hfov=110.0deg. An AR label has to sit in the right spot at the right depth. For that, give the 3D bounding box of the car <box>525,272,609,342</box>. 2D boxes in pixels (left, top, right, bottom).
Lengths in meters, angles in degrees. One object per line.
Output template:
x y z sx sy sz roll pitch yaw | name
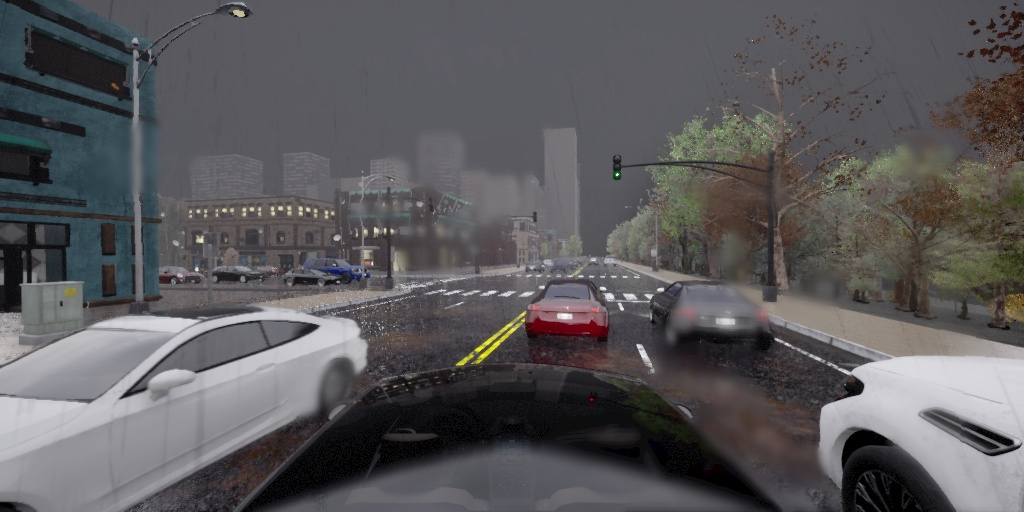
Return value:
1.633 1.312 9.931 1.994 1.385 4.181 0 0 13 | car

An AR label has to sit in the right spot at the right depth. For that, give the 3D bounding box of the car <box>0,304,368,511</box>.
-3.339 1.275 3.475 1.812 1.442 4.674 0 0 13 | car

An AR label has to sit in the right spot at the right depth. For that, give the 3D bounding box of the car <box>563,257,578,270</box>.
7.810 1.084 50.659 2.097 1.767 4.553 0 0 13 | car

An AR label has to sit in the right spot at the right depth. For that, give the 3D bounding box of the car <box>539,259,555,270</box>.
5.445 1.257 54.774 1.812 1.442 4.674 0 0 13 | car

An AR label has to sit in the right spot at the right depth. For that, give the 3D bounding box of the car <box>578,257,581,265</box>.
10.363 1.232 61.370 1.837 1.490 4.892 0 0 14 | car

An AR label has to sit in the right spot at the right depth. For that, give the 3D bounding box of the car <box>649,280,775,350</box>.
4.800 1.312 9.198 1.994 1.385 4.181 0 0 13 | car

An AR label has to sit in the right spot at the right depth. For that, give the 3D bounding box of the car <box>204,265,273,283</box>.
-24.321 1.568 31.865 5.008 1.535 1.882 -1 0 14 | car

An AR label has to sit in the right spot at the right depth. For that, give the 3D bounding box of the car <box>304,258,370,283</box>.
-14.534 1.195 29.540 5.566 2.045 2.150 -1 0 14 | car

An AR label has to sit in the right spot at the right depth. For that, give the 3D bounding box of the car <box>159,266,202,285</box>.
-28.346 1.597 30.164 4.097 1.591 1.967 0 0 13 | car

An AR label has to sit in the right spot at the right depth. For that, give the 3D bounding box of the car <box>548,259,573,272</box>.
5.720 1.338 41.830 1.895 1.301 4.718 0 0 13 | car

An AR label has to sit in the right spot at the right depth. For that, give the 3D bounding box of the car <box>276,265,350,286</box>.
-14.873 1.564 26.839 4.313 1.339 1.948 0 0 13 | car

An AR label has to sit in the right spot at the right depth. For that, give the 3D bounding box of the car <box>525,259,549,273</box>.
2.922 1.228 44.114 2.128 1.511 4.902 0 0 14 | car

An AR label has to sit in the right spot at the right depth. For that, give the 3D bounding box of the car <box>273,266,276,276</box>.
-26.412 1.654 38.318 4.207 1.307 1.802 0 0 13 | car
